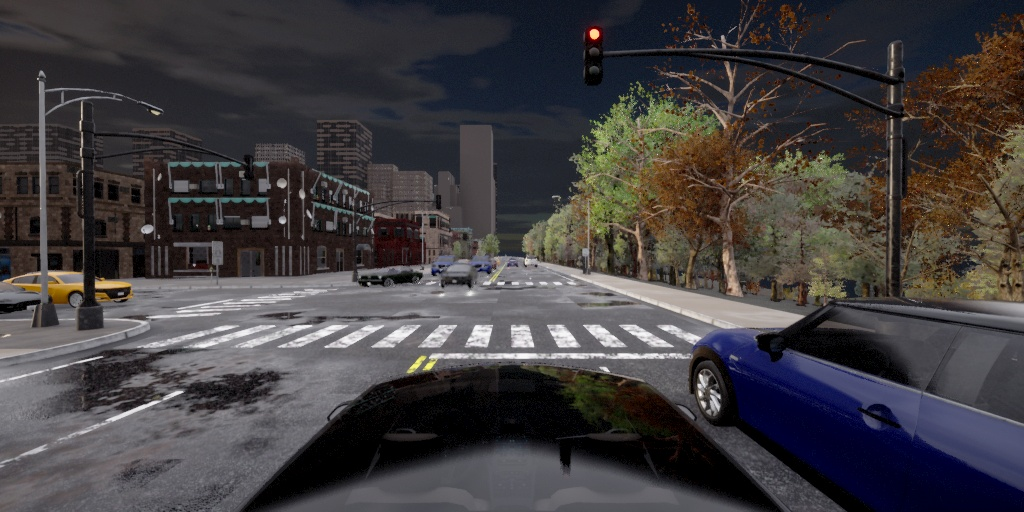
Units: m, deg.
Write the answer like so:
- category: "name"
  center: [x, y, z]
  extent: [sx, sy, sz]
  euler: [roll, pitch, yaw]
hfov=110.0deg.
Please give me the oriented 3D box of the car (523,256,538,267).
- category: "car"
  center: [3.355, 0.948, 63.657]
  extent: [2.150, 2.045, 5.566]
  euler: [0, 0, 0]

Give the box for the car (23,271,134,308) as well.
- category: "car"
  center: [-20.009, 1.450, 16.003]
  extent: [5.008, 1.535, 1.882]
  euler: [-1, 1, -1]

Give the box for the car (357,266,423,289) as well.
- category: "car"
  center: [-7.858, 1.347, 23.513]
  extent: [1.895, 1.301, 4.718]
  euler: [0, 0, 18]

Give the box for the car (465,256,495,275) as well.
- category: "car"
  center: [-3.342, 0.961, 38.485]
  extent: [2.150, 2.045, 5.566]
  euler: [0, 0, 0]

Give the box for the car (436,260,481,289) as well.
- category: "car"
  center: [-3.341, 1.222, 23.336]
  extent: [1.882, 1.535, 5.008]
  euler: [0, 0, 0]

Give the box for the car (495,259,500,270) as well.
- category: "car"
  center: [-3.335, 1.084, 52.178]
  extent: [2.097, 1.767, 4.553]
  euler: [0, 0, 0]

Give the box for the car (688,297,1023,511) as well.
- category: "car"
  center: [3.351, 1.102, 2.850]
  extent: [2.097, 1.767, 4.553]
  euler: [0, 0, 0]

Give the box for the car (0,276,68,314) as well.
- category: "car"
  center: [-19.946, 1.565, 13.307]
  extent: [4.313, 1.339, 1.948]
  euler: [0, 0, 0]

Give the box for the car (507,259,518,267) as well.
- category: "car"
  center: [0.102, 1.252, 64.506]
  extent: [1.812, 1.442, 4.674]
  euler: [0, 0, 0]

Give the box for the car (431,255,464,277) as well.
- category: "car"
  center: [-6.592, 0.960, 36.259]
  extent: [2.150, 2.045, 5.566]
  euler: [0, 0, 0]
